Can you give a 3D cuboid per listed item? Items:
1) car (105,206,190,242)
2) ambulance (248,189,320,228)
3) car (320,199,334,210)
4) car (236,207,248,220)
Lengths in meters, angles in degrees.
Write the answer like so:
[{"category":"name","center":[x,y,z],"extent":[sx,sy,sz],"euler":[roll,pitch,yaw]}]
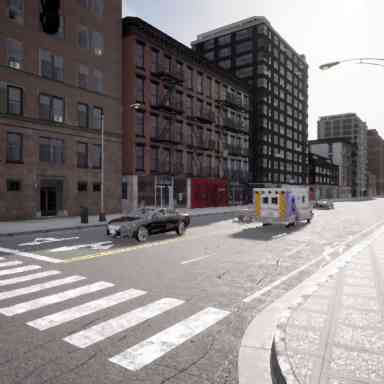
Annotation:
[{"category":"car","center":[-2.044,1.475,16.541],"extent":[2.128,1.511,4.902],"euler":[0,0,36]},{"category":"ambulance","center":[6.437,1.016,22.568],"extent":[2.351,2.431,6.366],"euler":[0,0,36]},{"category":"car","center":[16.529,1.525,42.144],"extent":[1.994,1.385,4.181],"euler":[0,0,36]},{"category":"car","center":[5.350,1.579,26.783],"extent":[1.895,1.301,4.718],"euler":[0,0,36]}]
